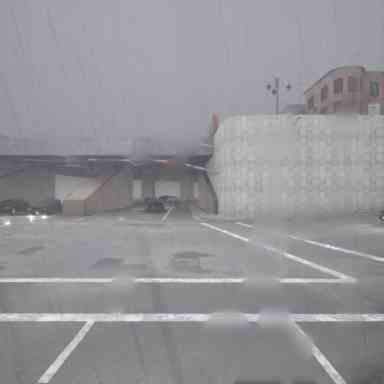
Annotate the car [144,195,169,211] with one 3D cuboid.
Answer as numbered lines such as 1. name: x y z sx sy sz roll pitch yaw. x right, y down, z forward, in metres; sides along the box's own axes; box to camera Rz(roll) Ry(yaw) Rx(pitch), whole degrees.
1. car: -4.363 1.491 40.569 2.128 1.511 4.902 0 0 -1

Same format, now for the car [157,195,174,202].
1. car: -5.976 1.500 75.461 1.837 1.490 4.892 0 0 24

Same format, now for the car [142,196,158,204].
1. car: -8.119 1.547 65.029 2.033 1.411 5.357 0 0 4

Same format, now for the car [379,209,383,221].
1. car: 12.781 0.873 18.258 4.674 1.442 1.812 -7 0 -1

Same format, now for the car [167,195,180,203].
1. car: -3.953 1.525 69.649 1.812 1.442 4.674 0 0 12

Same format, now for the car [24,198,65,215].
1. car: -14.881 1.547 34.484 2.033 1.411 5.357 0 0 -2

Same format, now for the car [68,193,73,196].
1. car: -18.882 1.221 53.769 2.150 2.045 5.566 0 0 -1

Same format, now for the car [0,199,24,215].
1. car: -18.369 1.478 34.074 1.882 1.535 5.008 0 0 -1
